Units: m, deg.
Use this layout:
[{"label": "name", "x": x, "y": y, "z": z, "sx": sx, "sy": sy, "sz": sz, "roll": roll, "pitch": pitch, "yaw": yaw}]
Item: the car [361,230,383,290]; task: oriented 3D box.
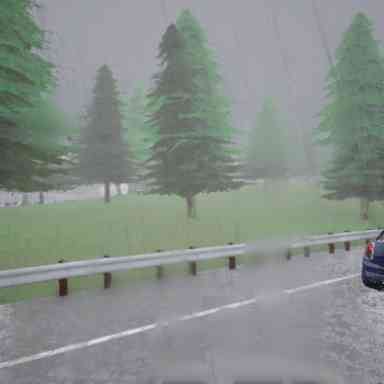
[{"label": "car", "x": 6.059, "y": 1.358, "z": 7.786, "sx": 4.553, "sy": 1.767, "sz": 2.097, "roll": 0, "pitch": 0, "yaw": -33}]
